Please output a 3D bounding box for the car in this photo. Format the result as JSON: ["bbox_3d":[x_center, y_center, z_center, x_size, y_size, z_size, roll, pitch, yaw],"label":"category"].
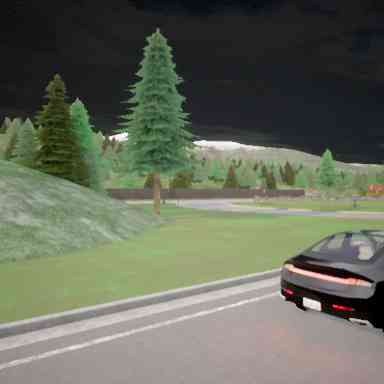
[{"bbox_3d":[3.782,1.486,6.425,4.902,1.511,2.128,0,0,-35],"label":"car"}]
